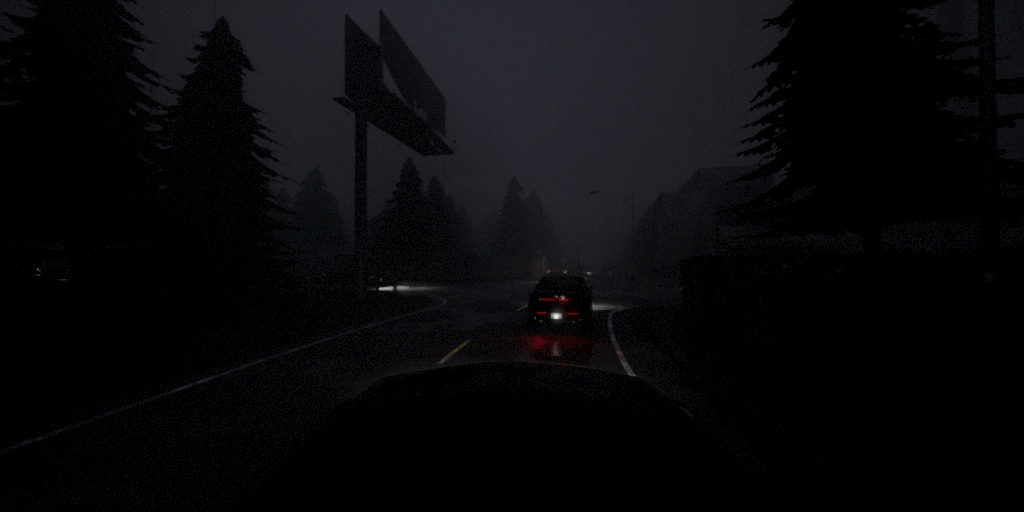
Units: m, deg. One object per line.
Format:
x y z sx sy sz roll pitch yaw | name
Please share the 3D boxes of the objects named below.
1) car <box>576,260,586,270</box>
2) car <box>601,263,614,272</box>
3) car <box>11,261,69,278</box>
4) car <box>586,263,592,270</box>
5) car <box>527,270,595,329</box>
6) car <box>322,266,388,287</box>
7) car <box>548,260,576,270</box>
7.946 1.485 46.508 2.150 2.045 5.566 0 0 17 | car
16.747 1.958 63.078 2.128 1.511 4.902 0 -1 17 | car
-43.756 1.199 33.282 4.553 1.767 2.097 0 -1 16 | car
12.784 1.932 62.568 1.882 1.535 5.008 0 -1 17 | car
1.723 1.372 11.890 1.837 1.490 4.892 0 -1 13 | car
-10.414 1.366 23.894 4.181 1.385 1.994 0 -1 16 | car
4.792 1.493 35.878 2.097 1.767 4.553 0 -1 17 | car
